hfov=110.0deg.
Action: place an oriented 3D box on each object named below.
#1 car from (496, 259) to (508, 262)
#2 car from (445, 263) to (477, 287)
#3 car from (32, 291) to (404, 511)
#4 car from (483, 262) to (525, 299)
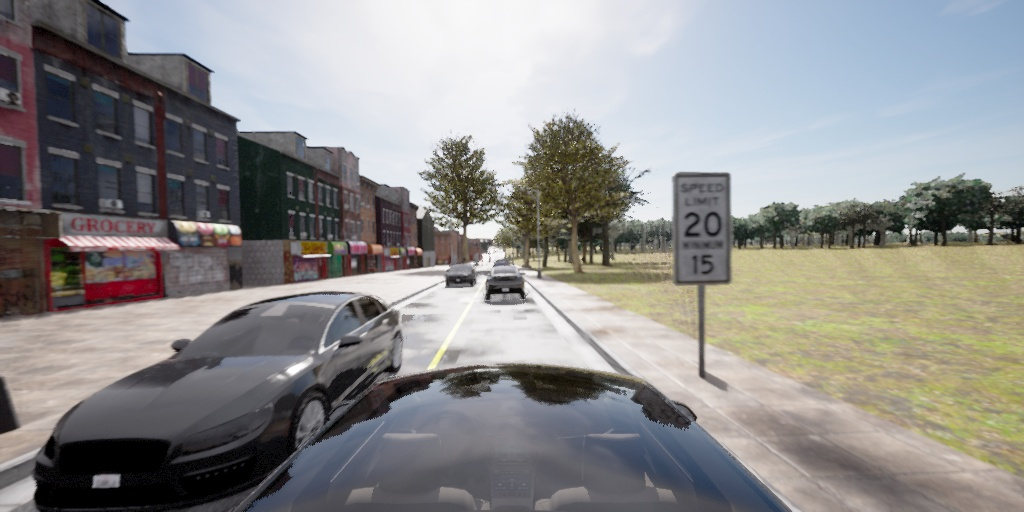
[{"bbox_3d":[-1.219,1.142,44.845,2.097,1.767,4.553,-1,0,-2],"label":"car"},{"bbox_3d":[-3.535,1.281,25.560,1.882,1.535,5.008,-1,0,-2],"label":"car"},{"bbox_3d":[-2.891,1.309,4.916,1.837,1.490,4.892,-1,0,-2],"label":"car"},{"bbox_3d":[-0.366,1.249,18.205,1.837,1.490,4.892,-1,0,-2],"label":"car"}]
